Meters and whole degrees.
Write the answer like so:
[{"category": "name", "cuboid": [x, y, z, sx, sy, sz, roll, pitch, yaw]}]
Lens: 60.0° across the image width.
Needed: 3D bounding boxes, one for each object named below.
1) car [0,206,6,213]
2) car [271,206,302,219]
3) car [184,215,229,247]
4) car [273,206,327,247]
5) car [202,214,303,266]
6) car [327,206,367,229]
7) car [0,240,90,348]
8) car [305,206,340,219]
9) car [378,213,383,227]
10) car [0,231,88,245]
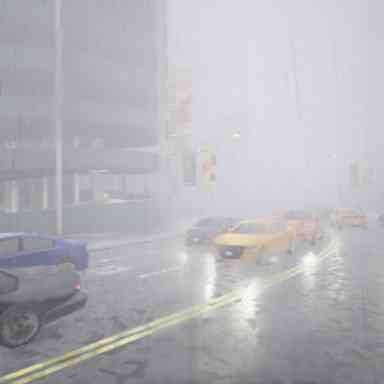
[{"category": "car", "cuboid": [-32.246, 3.467, 56.002, 5.566, 2.045, 2.435, -3, -2, 42]}, {"category": "car", "cuboid": [12.185, 2.615, 43.229, 1.882, 1.535, 5.008, -1, -2, -11]}, {"category": "car", "cuboid": [1.365, 2.055, 17.833, 1.837, 1.490, 4.892, -2, -2, 29]}, {"category": "car", "cuboid": [5.735, 1.735, 17.822, 2.097, 1.767, 4.553, -2, -2, 27]}, {"category": "car", "cuboid": [2.657, 1.860, 13.361, 1.882, 1.535, 5.008, -2, -2, 34]}, {"category": "car", "cuboid": [12.288, 2.079, 26.421, 1.882, 1.535, 5.008, -1, -2, 12]}, {"category": "car", "cuboid": [-4.288, 1.803, 4.937, 2.033, 1.411, 5.357, -3, -2, 42]}, {"category": "car", "cuboid": [16.061, 2.502, 41.316, 1.837, 1.490, 4.892, -1, -2, -8]}, {"category": "car", "cuboid": [15.532, 1.980, 24.857, 2.128, 1.511, 4.902, -2, -2, 12]}, {"category": "car", "cuboid": [-5.281, 1.886, 9.109, 1.882, 1.535, 5.008, -3, -3, 41]}]
